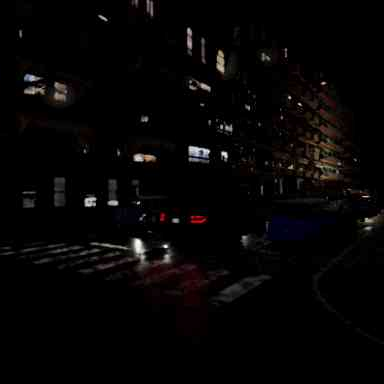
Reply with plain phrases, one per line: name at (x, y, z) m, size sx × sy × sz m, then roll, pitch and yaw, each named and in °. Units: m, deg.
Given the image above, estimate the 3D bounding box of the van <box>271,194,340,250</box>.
van at (4.436, 1.153, 13.271) m, size 1.690 × 1.788 × 3.998 m, roll 1°, pitch 2°, yaw 35°

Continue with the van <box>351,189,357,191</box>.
van at (29.863, 0.348, 63.911) m, size 1.690 × 1.788 × 3.998 m, roll 1°, pitch 2°, yaw 35°

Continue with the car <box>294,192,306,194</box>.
car at (10.504, 1.016, 36.441) m, size 2.008 × 1.369 × 4.403 m, roll 1°, pitch 2°, yaw 35°

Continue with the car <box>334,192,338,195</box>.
car at (20.183, 0.801, 50.179) m, size 1.947 × 1.339 × 4.313 m, roll 1°, pitch 2°, yaw 35°

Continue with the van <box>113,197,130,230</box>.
van at (-2.398, 1.114, 18.120) m, size 1.690 × 1.788 × 3.998 m, roll 1°, pitch 2°, yaw 35°

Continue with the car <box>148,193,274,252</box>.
car at (1.058, 1.040, 13.481) m, size 2.150 × 2.045 × 5.566 m, roll 0°, pitch 1°, yaw 37°

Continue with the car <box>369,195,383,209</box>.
car at (20.565, 1.008, 36.171) m, size 1.802 × 1.307 × 4.206 m, roll 1°, pitch 2°, yaw 35°

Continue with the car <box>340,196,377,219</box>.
car at (10.887, 1.223, 22.434) m, size 1.947 × 1.339 × 4.313 m, roll 1°, pitch 2°, yaw 35°

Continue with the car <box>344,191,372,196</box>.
car at (19.911, 0.905, 39.756) m, size 1.812 × 1.442 × 4.674 m, roll 0°, pitch 1°, yaw 35°

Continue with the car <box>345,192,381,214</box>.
car at (14.114, 1.020, 27.010) m, size 1.967 × 1.590 × 4.097 m, roll 1°, pitch 2°, yaw 35°

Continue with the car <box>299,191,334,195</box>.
car at (13.465, 0.945, 36.128) m, size 2.128 × 1.511 × 4.902 m, roll 0°, pitch 1°, yaw 36°

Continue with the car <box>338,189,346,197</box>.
car at (23.409, 0.704, 54.757) m, size 1.887 × 1.381 × 4.507 m, roll 1°, pitch 2°, yaw 35°

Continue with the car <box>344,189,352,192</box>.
car at (26.635, 0.634, 59.337) m, size 2.008 × 1.369 × 4.403 m, roll 1°, pitch 2°, yaw 35°

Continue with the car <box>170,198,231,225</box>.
car at (0.729, 1.224, 22.564) m, size 1.752 × 1.417 × 4.829 m, roll 1°, pitch 2°, yaw 35°

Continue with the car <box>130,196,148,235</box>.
car at (-0.525, 1.142, 16.364) m, size 2.097 × 1.767 × 4.553 m, roll 0°, pitch 1°, yaw 36°

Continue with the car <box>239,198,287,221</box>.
car at (5.303, 1.215, 24.577) m, size 1.994 × 1.385 × 4.181 m, roll 0°, pitch 1°, yaw 35°

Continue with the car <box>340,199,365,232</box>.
car at (7.661, 1.285, 17.854) m, size 2.008 × 1.369 × 4.403 m, roll 1°, pitch 2°, yaw 35°
